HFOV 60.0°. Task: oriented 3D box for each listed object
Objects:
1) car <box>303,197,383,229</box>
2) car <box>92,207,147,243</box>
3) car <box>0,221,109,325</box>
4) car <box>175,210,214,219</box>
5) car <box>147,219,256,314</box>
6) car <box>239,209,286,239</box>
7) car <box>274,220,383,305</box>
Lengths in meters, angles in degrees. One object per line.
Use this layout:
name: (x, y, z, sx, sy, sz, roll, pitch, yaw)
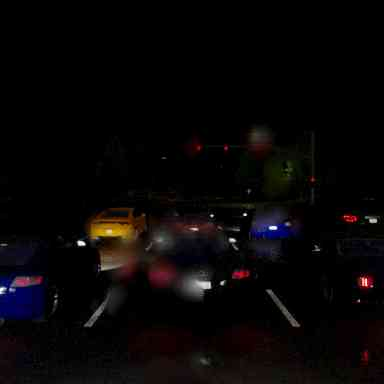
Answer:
car: (7.106, 1.222, 15.726, 2.150, 2.045, 5.566, 0, 0, 0)
car: (-3.395, 1.478, 16.163, 1.882, 1.535, 5.008, 0, 0, 0)
car: (-3.396, 1.564, 7.232, 1.994, 1.385, 4.181, 0, 0, 0)
car: (0.106, 1.564, 16.096, 1.994, 1.385, 4.181, 0, 0, 0)
car: (0.117, 1.564, 7.693, 1.994, 1.385, 4.181, 0, 0, -1)
car: (3.606, 1.564, 16.801, 1.994, 1.385, 4.181, 0, 0, 0)
car: (3.603, 1.601, 8.044, 1.895, 1.301, 4.718, 0, 0, 0)
